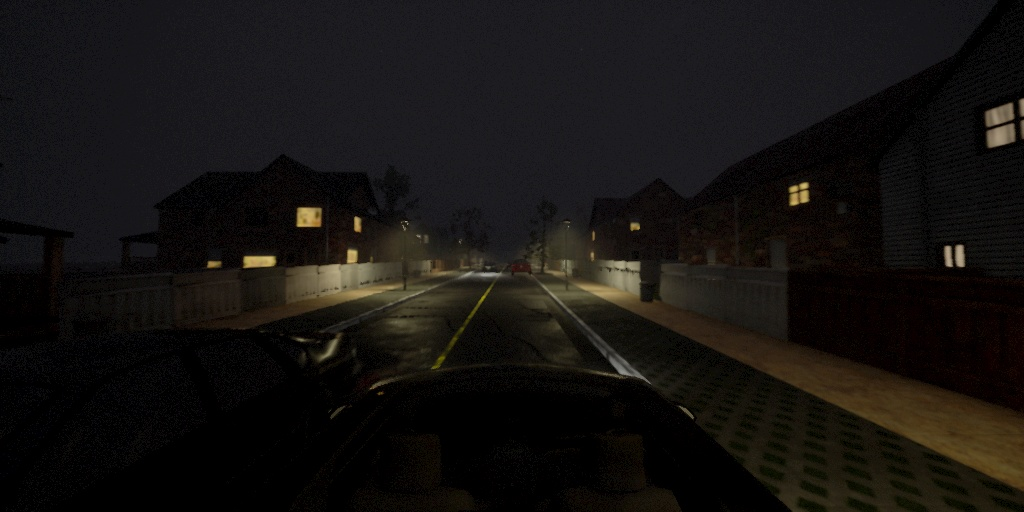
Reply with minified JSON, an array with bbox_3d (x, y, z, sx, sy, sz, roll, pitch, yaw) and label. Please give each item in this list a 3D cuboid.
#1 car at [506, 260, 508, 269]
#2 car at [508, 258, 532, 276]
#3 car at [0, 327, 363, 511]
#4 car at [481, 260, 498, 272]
[{"bbox_3d":[0.002,1.357,56.350,2.033,1.411,5.357,0,0,0],"label":"car"},{"bbox_3d":[0.923,1.080,37.606,2.097,1.767,4.553,-3,-1,0],"label":"car"},{"bbox_3d":[-2.849,1.298,2.345,2.033,1.411,5.357,0,0,0],"label":"car"},{"bbox_3d":[-2.824,1.285,45.796,2.128,1.511,4.902,0,0,0],"label":"car"}]
